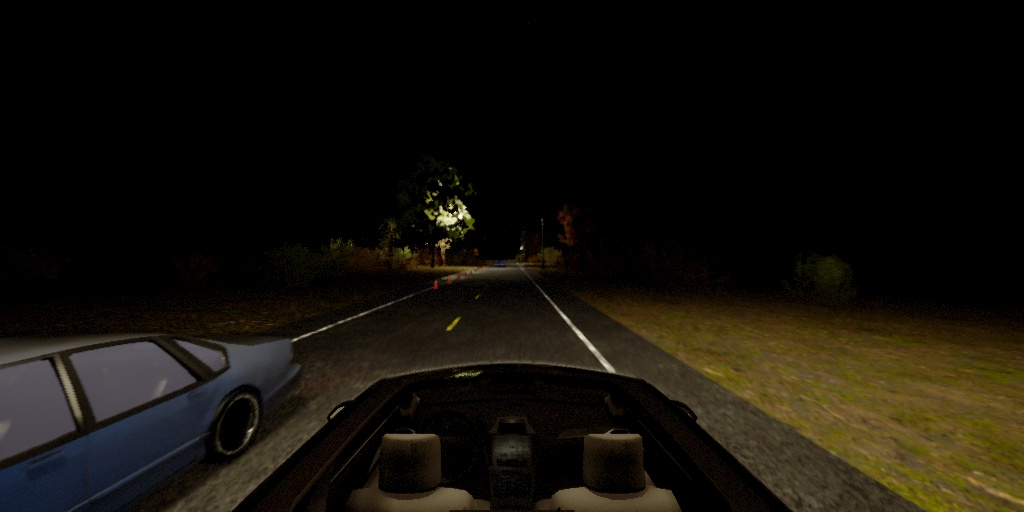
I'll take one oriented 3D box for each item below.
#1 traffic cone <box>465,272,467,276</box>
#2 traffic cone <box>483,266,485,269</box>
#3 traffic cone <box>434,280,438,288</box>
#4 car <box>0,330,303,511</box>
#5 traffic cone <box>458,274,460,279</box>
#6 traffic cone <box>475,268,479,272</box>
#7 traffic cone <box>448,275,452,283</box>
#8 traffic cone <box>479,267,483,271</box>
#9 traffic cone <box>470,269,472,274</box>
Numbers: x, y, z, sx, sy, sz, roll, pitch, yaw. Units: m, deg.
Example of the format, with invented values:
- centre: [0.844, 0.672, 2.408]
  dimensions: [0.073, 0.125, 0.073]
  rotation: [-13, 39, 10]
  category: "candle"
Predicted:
- centre: [-4.894, 1.845, 38.079]
  dimensions: [0.340, 0.580, 0.340]
  rotation: [0, 0, 0]
  category: "traffic cone"
- centre: [-4.891, 1.922, 58.081]
  dimensions: [0.340, 0.580, 0.340]
  rotation: [0, 0, 0]
  category: "traffic cone"
- centre: [-4.896, 1.787, 23.077]
  dimensions: [0.340, 0.580, 0.340]
  rotation: [0, 0, 0]
  category: "traffic cone"
- centre: [-3.599, 1.300, 2.230]
  dimensions: [2.033, 1.411, 5.357]
  rotation: [0, 0, 0]
  category: "car"
- centre: [-4.895, 1.826, 33.078]
  dimensions: [0.340, 0.580, 0.340]
  rotation: [0, 0, 0]
  category: "traffic cone"
- centre: [-4.893, 1.883, 48.080]
  dimensions: [0.340, 0.580, 0.340]
  rotation: [0, 0, 0]
  category: "traffic cone"
- centre: [-4.896, 1.806, 28.078]
  dimensions: [0.340, 0.580, 0.340]
  rotation: [0, 0, 0]
  category: "traffic cone"
- centre: [-4.891, 1.903, 53.080]
  dimensions: [0.340, 0.580, 0.340]
  rotation: [0, 0, 0]
  category: "traffic cone"
- centre: [-4.892, 1.864, 43.079]
  dimensions: [0.340, 0.580, 0.340]
  rotation: [0, 0, 0]
  category: "traffic cone"
